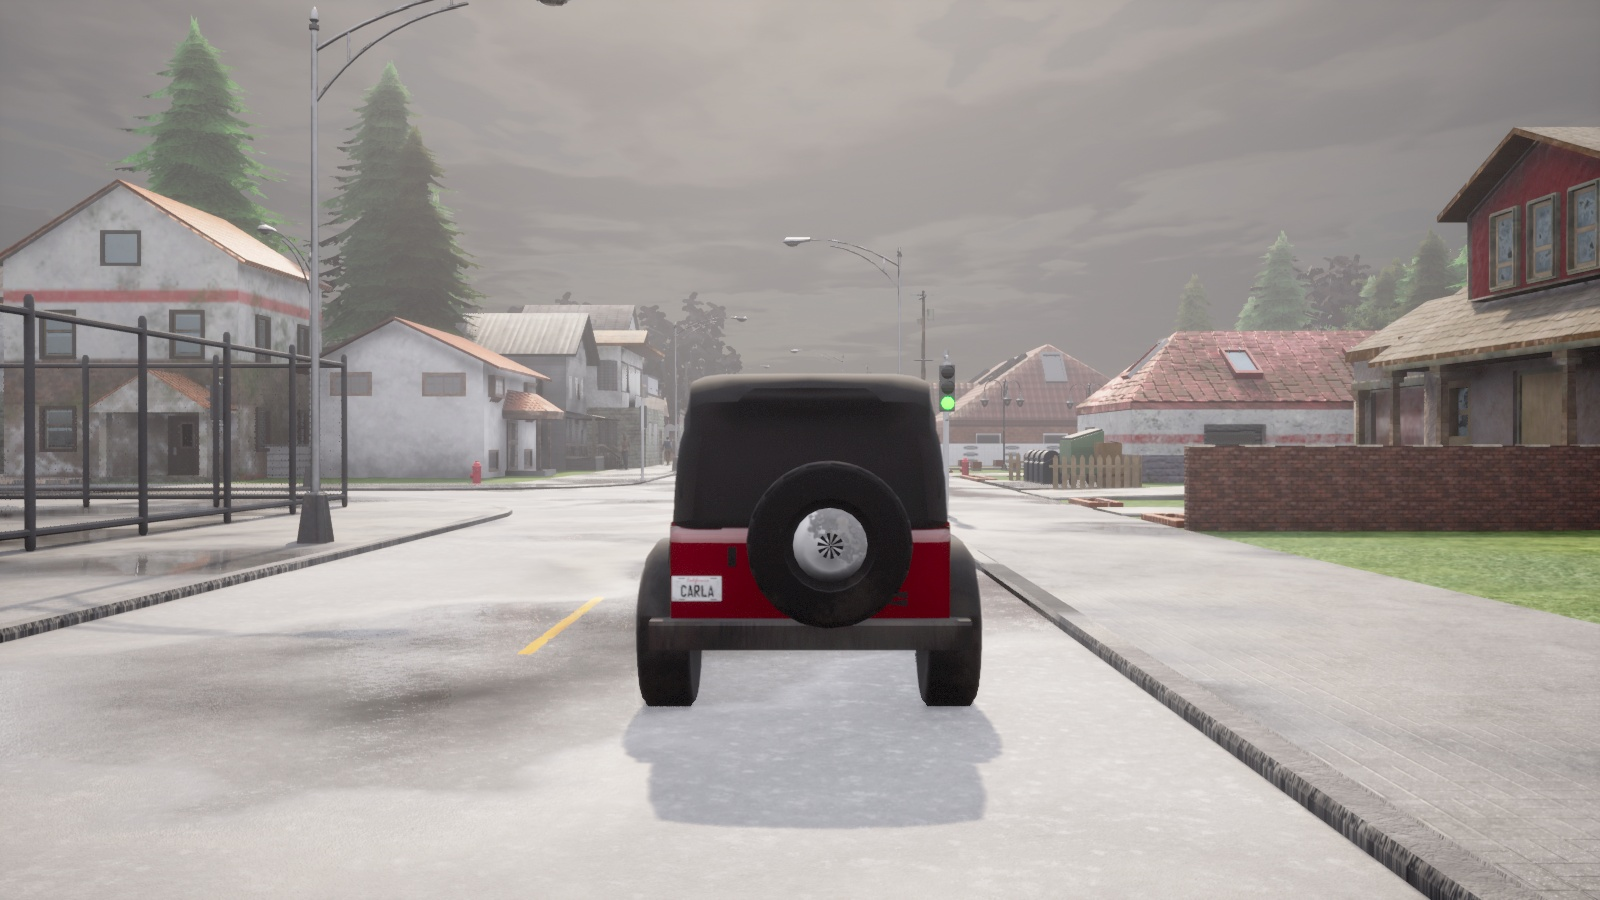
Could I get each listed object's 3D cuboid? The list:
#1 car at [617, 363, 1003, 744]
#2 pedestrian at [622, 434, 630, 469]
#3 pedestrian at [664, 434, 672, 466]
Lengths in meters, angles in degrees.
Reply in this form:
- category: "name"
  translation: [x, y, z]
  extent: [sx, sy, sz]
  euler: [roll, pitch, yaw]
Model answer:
- category: "car"
  translation: [0.056, 0.497, 8.139]
  extent: [1.905, 1.878, 3.866]
  euler: [0, 0, 0]
- category: "pedestrian"
  translation: [-8.961, 0.085, 64.545]
  extent: [0.328, 1.805, 0.869]
  euler: [0, 0, -2]
- category: "pedestrian"
  translation: [-8.235, 0.007, 78.415]
  extent: [0.423, 1.949, 0.788]
  euler: [0, 0, -1]
